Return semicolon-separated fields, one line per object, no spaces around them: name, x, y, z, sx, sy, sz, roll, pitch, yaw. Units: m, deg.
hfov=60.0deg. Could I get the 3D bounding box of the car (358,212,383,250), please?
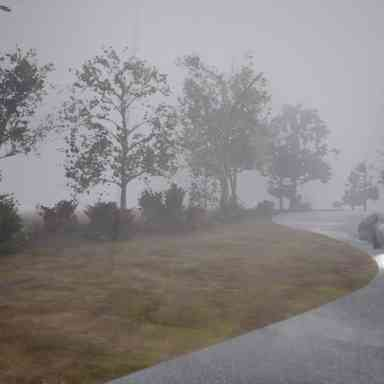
car;8.328;1.561;13.832;1.994;1.385;4.181;0;0;15
